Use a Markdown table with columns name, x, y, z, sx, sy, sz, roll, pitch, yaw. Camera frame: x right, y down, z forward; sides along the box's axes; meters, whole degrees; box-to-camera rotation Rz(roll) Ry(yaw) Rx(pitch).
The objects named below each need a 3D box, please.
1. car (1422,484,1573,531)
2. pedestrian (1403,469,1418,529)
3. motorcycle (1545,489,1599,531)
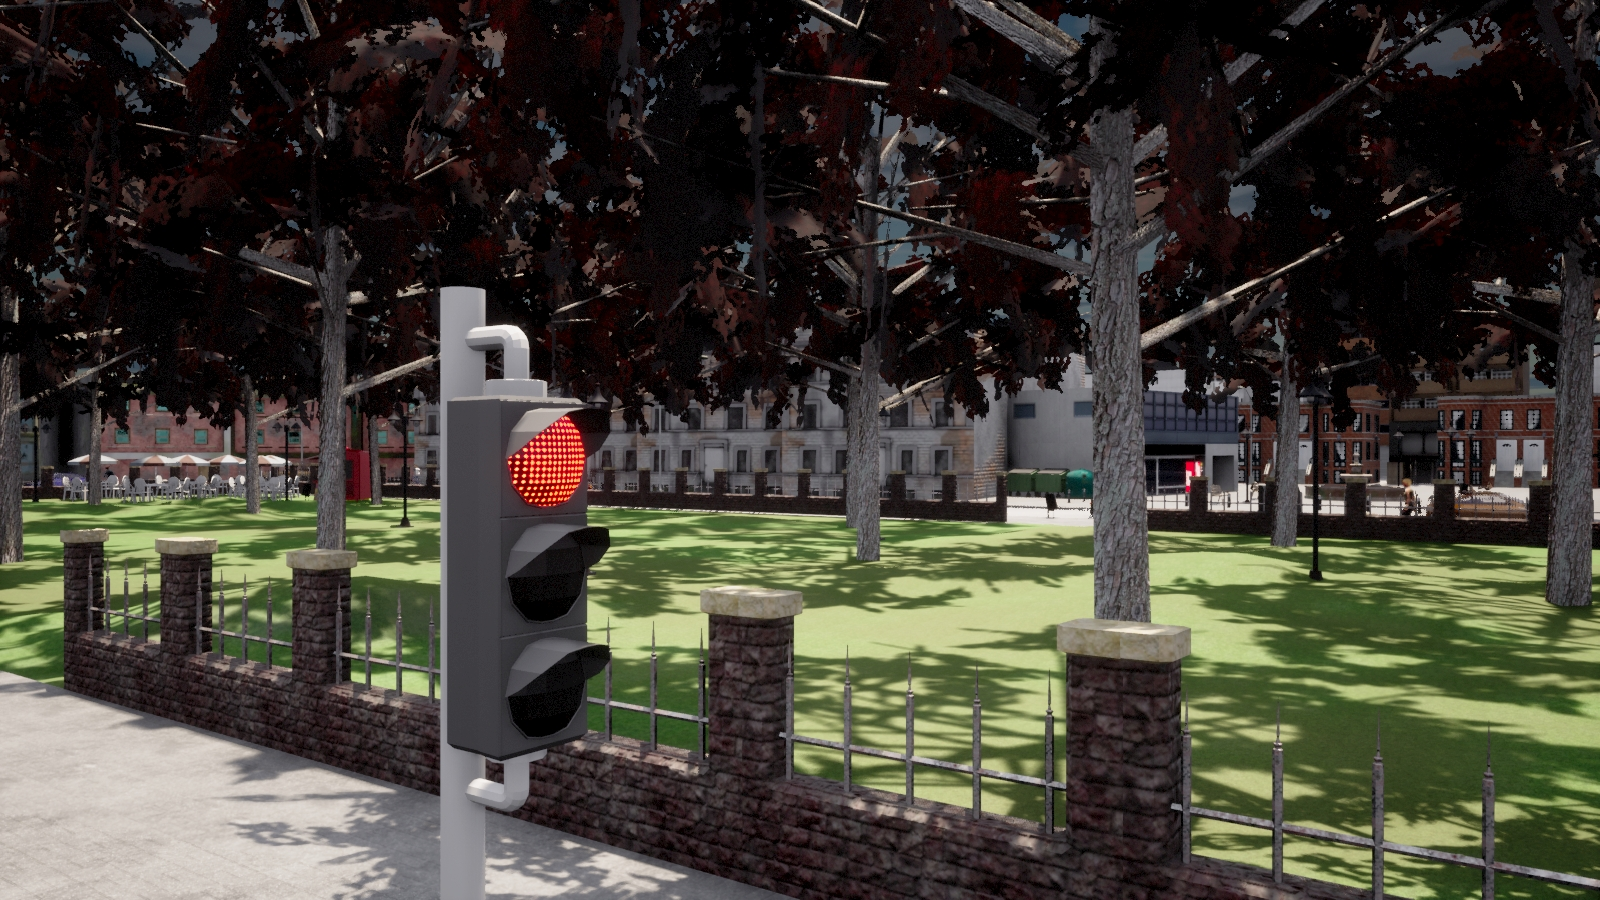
| name | x | y | z | sx | sy | sz | roll | pitch | yaw |
| --- | --- | --- | --- | --- | --- | --- | --- | --- | --- |
| car | 23.404 | 1.898 | 38.392 | 4.181 | 1.385 | 1.994 | 0 | 0 | 36 |
| pedestrian | 19.039 | 1.523 | 35.626 | 0.375 | 1.860 | 0.375 | 0 | 0 | 36 |
| motorcycle | 25.489 | 1.950 | 36.881 | 2.356 | 1.277 | 0.764 | 0 | 0 | 36 |
